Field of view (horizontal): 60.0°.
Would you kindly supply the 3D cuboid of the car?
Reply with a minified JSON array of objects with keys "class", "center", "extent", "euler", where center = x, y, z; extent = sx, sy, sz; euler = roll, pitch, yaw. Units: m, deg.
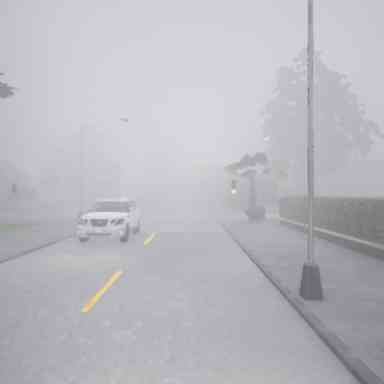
[{"class":"car","center":[-4.003,1.321,16.985],"extent":[2.150,2.045,5.566],"euler":[0,0,0]}]
